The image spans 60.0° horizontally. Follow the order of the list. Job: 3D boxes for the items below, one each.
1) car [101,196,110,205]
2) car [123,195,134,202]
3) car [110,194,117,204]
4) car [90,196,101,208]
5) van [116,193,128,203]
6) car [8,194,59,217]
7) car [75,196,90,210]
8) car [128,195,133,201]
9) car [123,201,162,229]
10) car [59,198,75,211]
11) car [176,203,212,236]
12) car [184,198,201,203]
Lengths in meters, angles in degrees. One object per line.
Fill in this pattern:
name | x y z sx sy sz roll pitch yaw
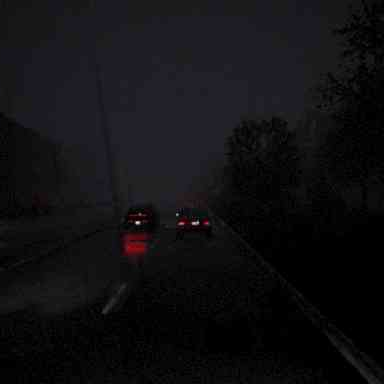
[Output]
car | -15.514 1.372 54.246 2.185 1.767 4.553 0 0 0
car | -15.602 1.565 81.906 2.002 1.452 4.674 -2 0 0
car | -15.529 1.543 59.867 2.002 1.452 4.674 0 0 0
car | -15.501 1.367 48.720 2.185 1.767 4.553 0 0 0
van | -15.556 1.288 70.798 1.878 1.987 4.442 0 0 0
car | -15.459 1.225 32.211 2.435 2.045 5.566 0 0 0
car | -15.487 1.488 43.170 2.231 1.521 4.892 0 0 0
car | -15.571 1.549 76.410 2.163 1.488 4.792 0 0 0
car | -3.151 1.522 21.742 1.837 1.490 4.892 0 0 0
car | -15.473 1.481 37.644 2.097 1.535 5.008 0 0 0
car | 0.093 1.562 18.482 2.033 1.411 5.357 0 0 0
car | 0.098 1.509 41.040 1.882 1.535 5.008 0 0 0
